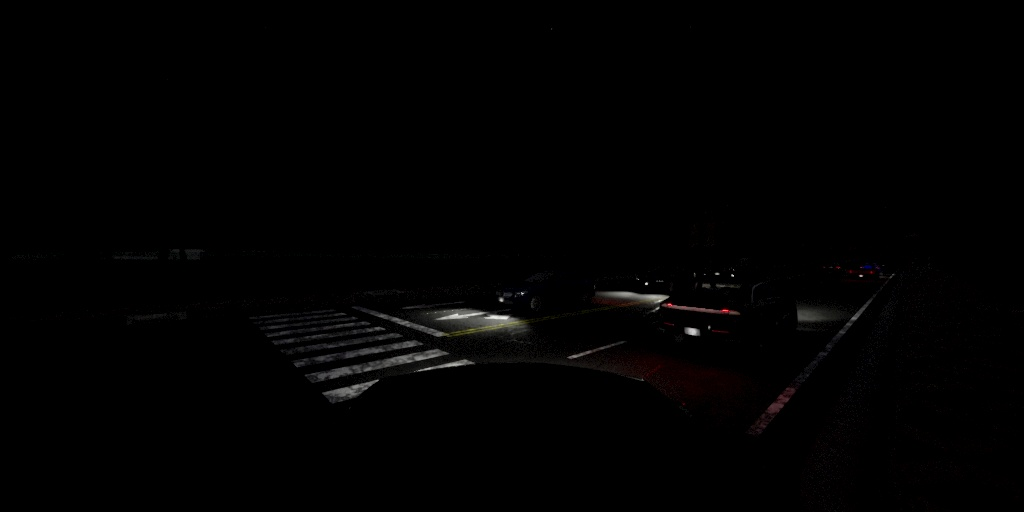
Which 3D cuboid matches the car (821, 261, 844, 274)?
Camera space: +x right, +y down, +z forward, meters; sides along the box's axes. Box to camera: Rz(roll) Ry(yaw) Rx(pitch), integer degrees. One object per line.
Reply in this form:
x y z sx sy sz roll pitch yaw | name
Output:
38.110 1.353 42.436 5.357 1.411 2.033 0 0 -42 | car

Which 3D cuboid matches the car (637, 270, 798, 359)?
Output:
5.282 1.249 8.549 4.902 1.511 2.128 0 0 -42 | car

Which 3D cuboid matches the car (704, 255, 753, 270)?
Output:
17.031 0.970 28.034 5.566 2.045 2.150 0 0 -42 | car

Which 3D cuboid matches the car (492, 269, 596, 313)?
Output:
1.395 1.243 13.926 4.674 1.442 1.812 0 0 -41 | car

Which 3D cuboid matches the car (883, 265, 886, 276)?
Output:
38.789 1.348 38.740 4.674 1.442 1.812 0 0 -42 | car

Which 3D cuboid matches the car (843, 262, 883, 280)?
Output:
31.474 1.408 32.095 4.718 1.301 1.895 0 0 -42 | car

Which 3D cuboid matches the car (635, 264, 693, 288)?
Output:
8.978 1.237 20.778 4.892 1.490 1.837 0 0 -42 | car
